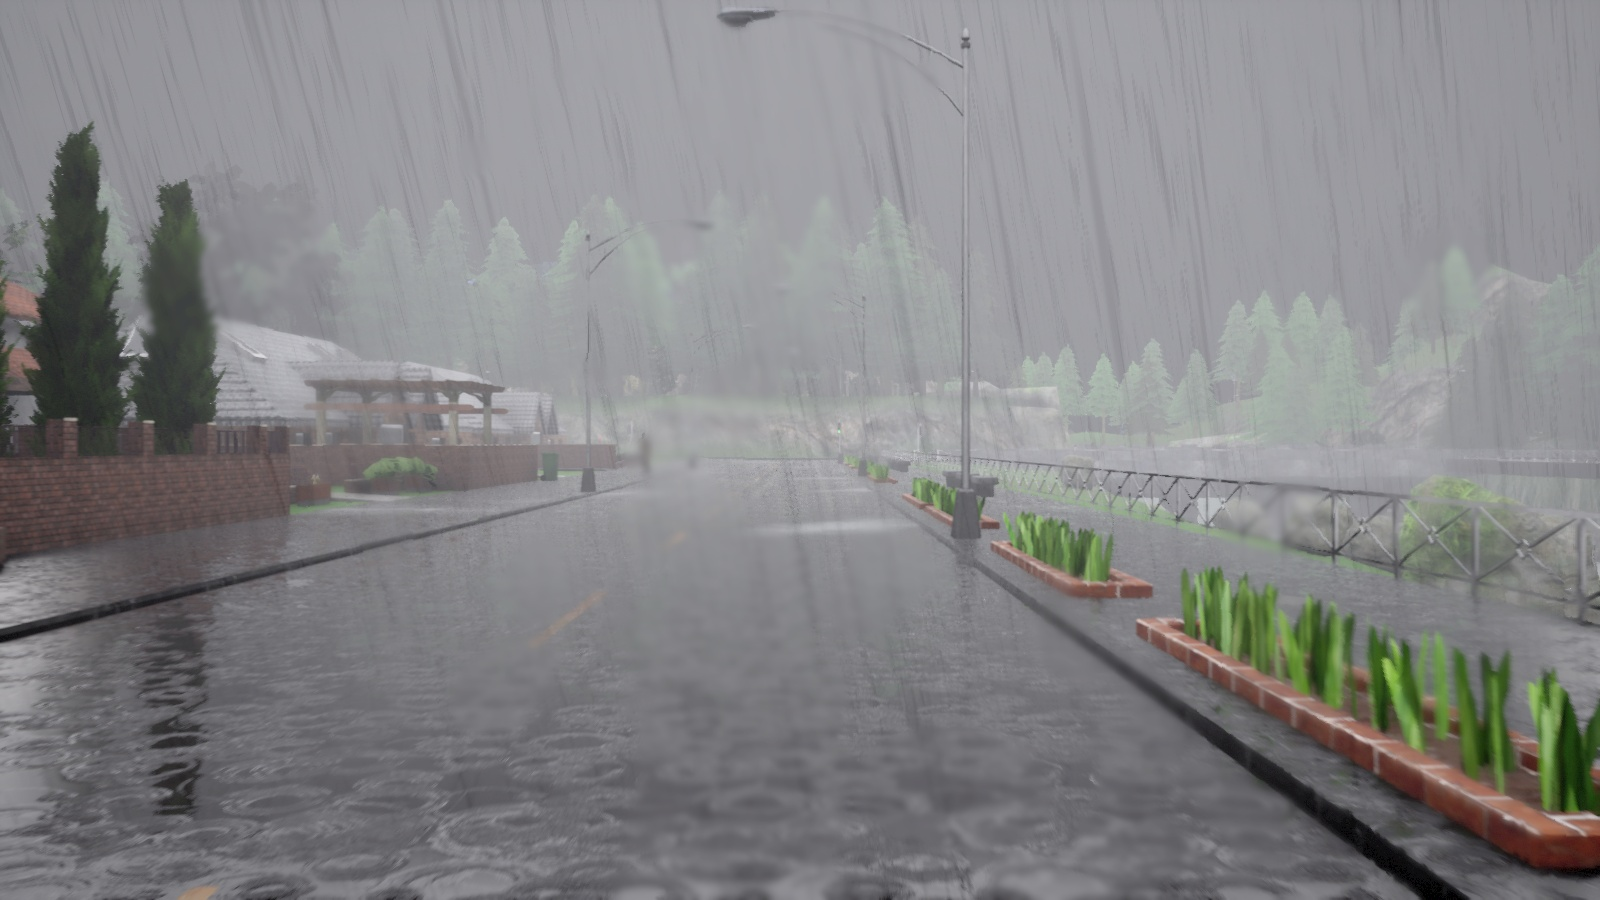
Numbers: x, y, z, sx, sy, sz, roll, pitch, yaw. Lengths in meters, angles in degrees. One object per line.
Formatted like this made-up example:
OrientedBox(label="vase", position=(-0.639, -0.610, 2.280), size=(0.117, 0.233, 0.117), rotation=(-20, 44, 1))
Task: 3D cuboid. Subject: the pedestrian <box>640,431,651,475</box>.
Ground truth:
OrientedBox(label="pedestrian", position=(-6.900, 0.134, 56.253), size=(0.396, 1.930, 0.692), rotation=(0, 0, 1))
